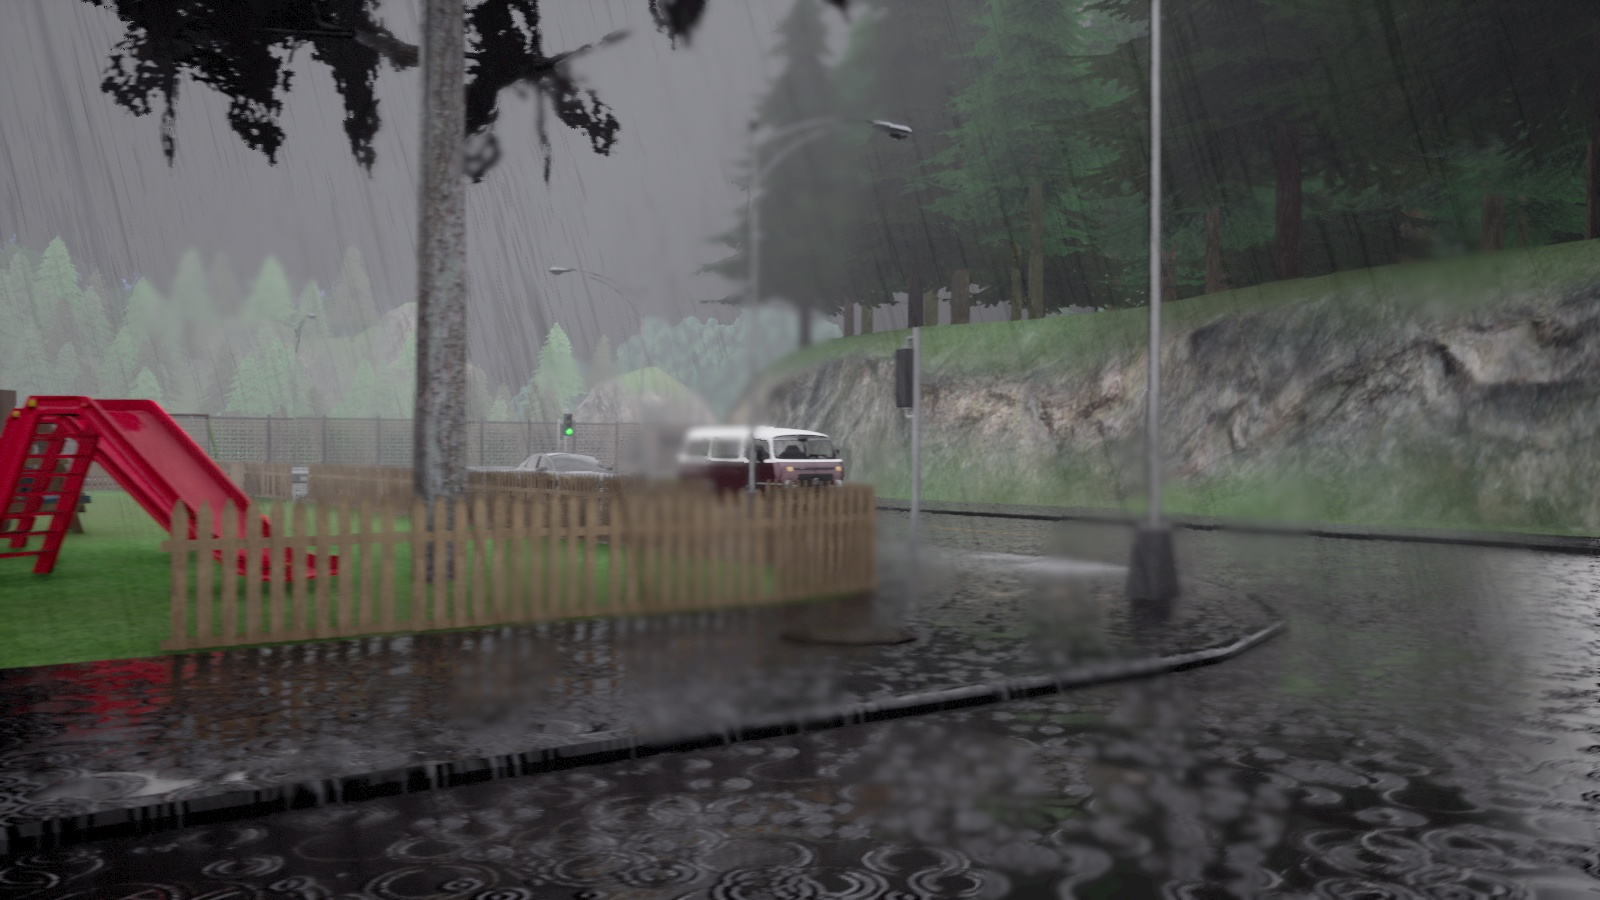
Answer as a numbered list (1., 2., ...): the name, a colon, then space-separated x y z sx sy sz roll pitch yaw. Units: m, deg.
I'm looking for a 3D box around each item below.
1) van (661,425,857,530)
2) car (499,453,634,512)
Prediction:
1. van: -0.981 0.536 26.790 2.069 2.038 4.480 0 0 -35
2. car: -6.555 0.848 34.811 1.837 1.490 4.892 0 0 -35
